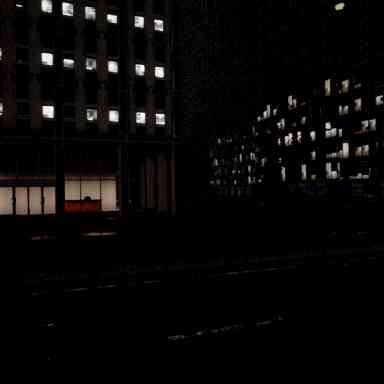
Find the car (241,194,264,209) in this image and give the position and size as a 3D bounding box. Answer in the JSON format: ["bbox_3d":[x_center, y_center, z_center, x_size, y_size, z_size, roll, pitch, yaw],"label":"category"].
[{"bbox_3d":[8.109,1.332,40.090,1.947,1.339,4.313,0,1,-21],"label":"car"}]

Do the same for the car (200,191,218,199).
[{"bbox_3d":[3.748,0.634,74.941,2.192,1.841,5.009,0,1,-21],"label":"car"}]

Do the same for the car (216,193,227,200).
[{"bbox_3d":[5.788,0.954,69.639,1.802,1.307,4.206,0,1,-21],"label":"car"}]

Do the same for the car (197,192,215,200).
[{"bbox_3d":[2.919,0.880,69.861,1.882,1.535,5.008,-1,1,-21],"label":"car"}]

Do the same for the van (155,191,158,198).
[{"bbox_3d":[-8.152,0.687,82.548,1.690,1.788,3.998,0,1,-21],"label":"van"}]

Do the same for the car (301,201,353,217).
[{"bbox_3d":[12.115,1.434,29.451,1.947,1.339,4.313,0,1,-21],"label":"car"}]

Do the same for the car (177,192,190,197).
[{"bbox_3d":[-2.368,0.710,90.860,2.008,1.369,4.403,0,1,-21],"label":"car"}]

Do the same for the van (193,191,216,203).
[{"bbox_3d":[2.042,0.952,56.021,1.690,1.788,3.998,0,1,-21],"label":"van"}]

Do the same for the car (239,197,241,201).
[{"bbox_3d":[9.865,1.060,59.028,1.802,1.307,4.206,0,1,-21],"label":"car"}]

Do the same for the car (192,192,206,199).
[{"bbox_3d":[1.709,0.706,80.248,1.967,1.590,4.097,0,1,-21],"label":"car"}]

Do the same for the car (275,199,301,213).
[{"bbox_3d":[10.093,1.400,34.765,1.802,1.307,4.206,0,1,-21],"label":"car"}]

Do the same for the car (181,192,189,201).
[{"bbox_3d":[-2.035,1.056,66.634,2.008,1.369,4.403,0,1,-21],"label":"car"}]
